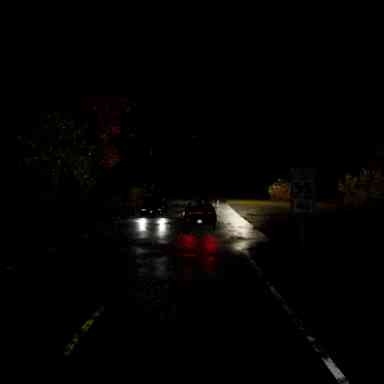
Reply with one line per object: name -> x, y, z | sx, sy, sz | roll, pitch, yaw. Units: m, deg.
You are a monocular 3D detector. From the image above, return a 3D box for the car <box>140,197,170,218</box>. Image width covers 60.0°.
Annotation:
car -> -2.933, 1.217, 27.152 | 1.837, 1.490, 4.892 | 0, 1, 3

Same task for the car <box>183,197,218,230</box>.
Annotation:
car -> 0.472, 1.285, 19.598 | 2.128, 1.511, 4.902 | 0, 1, 2
